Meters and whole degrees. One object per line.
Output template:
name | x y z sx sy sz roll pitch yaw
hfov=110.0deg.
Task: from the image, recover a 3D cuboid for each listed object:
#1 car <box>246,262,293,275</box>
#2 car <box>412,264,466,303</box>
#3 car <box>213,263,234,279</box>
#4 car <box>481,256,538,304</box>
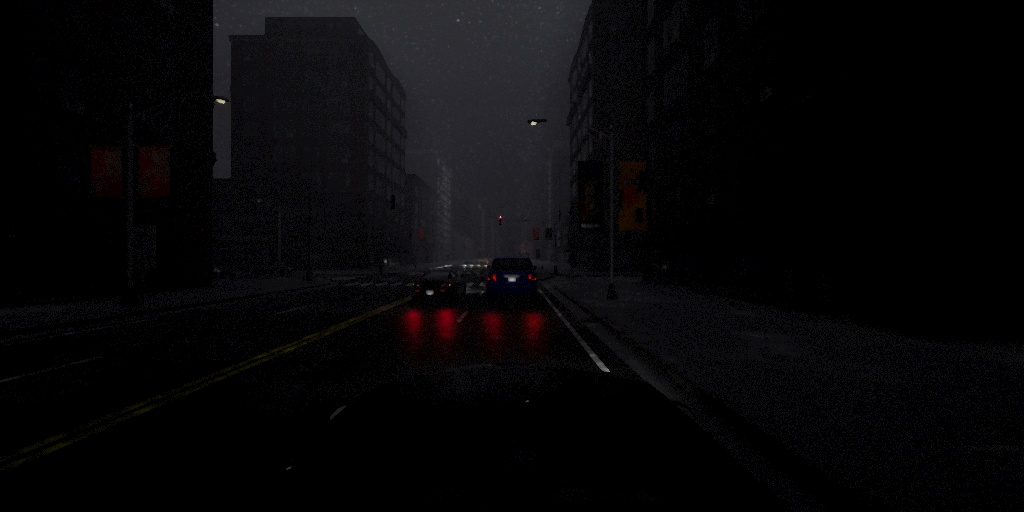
car | -25.375 1.326 37.609 4.313 1.339 1.948 0 0 0
car | -3.250 1.282 16.500 1.812 1.442 4.674 0 0 0
car | -25.416 1.169 29.585 4.097 1.591 1.967 0 0 0
car | 0.000 1.007 16.529 2.150 2.045 5.566 0 0 0
